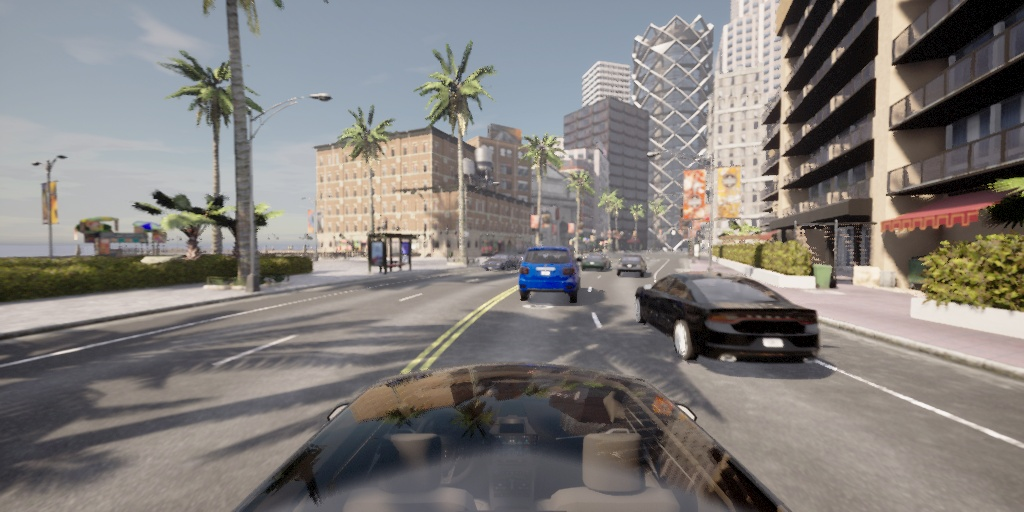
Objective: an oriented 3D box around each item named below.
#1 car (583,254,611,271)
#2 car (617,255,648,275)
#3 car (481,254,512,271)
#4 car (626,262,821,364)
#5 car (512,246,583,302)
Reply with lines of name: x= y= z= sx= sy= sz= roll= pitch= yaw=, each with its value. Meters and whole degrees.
car: x=7.502 y=0.525 z=31.786 sx=1.994 sy=1.385 sz=4.181 roll=1 pitch=2 yaw=24
car: x=8.912 y=0.654 z=26.530 sx=2.033 sy=1.411 sz=5.357 roll=1 pitch=2 yaw=23
car: x=-0.745 y=0.503 z=31.120 sx=2.033 sy=1.411 sz=5.357 roll=1 pitch=2 yaw=22
car: x=4.113 y=1.074 z=7.816 sx=1.882 sy=1.535 sz=5.008 roll=0 pitch=2 yaw=5
car: x=1.710 y=0.618 z=15.007 sx=2.150 sy=2.045 sz=5.566 roll=0 pitch=2 yaw=12
